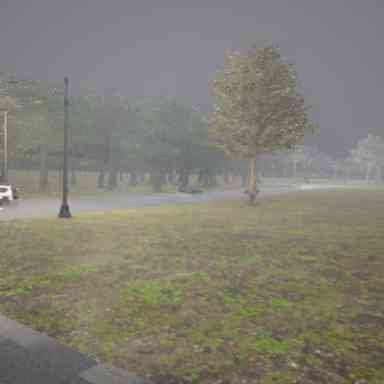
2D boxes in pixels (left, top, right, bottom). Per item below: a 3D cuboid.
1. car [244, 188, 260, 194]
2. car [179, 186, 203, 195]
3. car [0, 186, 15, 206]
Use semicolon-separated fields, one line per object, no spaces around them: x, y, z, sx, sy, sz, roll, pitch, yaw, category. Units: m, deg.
12.049;-0.250;66.236;1.895;1.301;4.718;4;4;30;car
-0.064;-0.305;60.296;2.033;1.411;5.357;4;4;35;car
-20.195;0.467;32.189;2.150;2.045;5.566;4;5;35;car
